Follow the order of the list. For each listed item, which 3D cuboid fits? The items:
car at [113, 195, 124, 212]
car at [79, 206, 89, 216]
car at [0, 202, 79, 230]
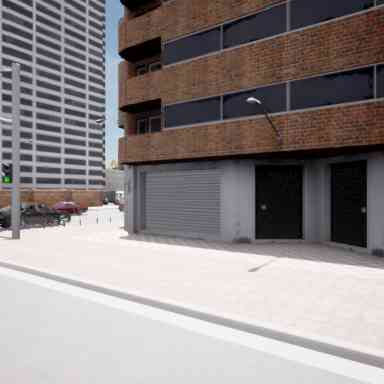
[{"bbox_3d":[-6.421,1.477,39.057,1.882,1.535,5.008,0,0,35],"label":"car"},{"bbox_3d":[-12.135,1.601,30.952,1.895,1.301,4.718,0,0,35],"label":"car"},{"bbox_3d":[-10.103,1.505,21.324,1.837,1.490,4.892,0,0,35],"label":"car"}]
